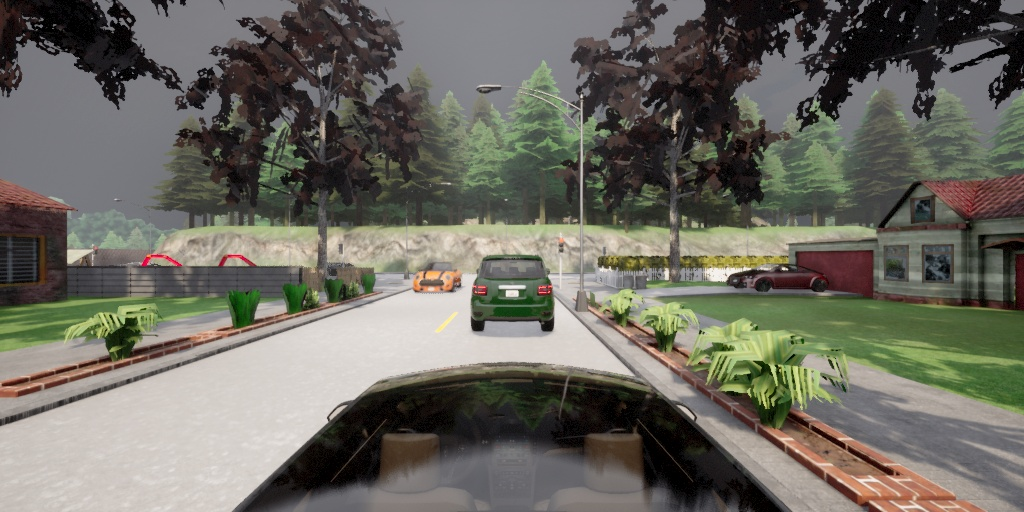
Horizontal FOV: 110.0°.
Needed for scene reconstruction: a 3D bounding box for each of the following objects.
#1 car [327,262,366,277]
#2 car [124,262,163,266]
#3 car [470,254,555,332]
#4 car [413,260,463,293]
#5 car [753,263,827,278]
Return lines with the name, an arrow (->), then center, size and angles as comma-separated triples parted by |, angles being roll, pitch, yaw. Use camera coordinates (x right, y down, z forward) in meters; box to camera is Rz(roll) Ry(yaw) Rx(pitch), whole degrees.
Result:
car -> -15.662, 1.276, 33.568 | 4.674, 1.442, 1.812 | 0, 0, 0
car -> -34.193, 1.276, 33.609 | 4.674, 1.442, 1.812 | 0, 0, 0
car -> 0.031, 0.971, 11.067 | 2.150, 2.045, 5.566 | 0, 0, 1
car -> -4.106, 1.102, 20.437 | 2.097, 1.767, 4.553 | 0, 0, -1
car -> 29.115, 0.969, 37.700 | 5.566, 2.045, 2.150 | 0, 0, 0
